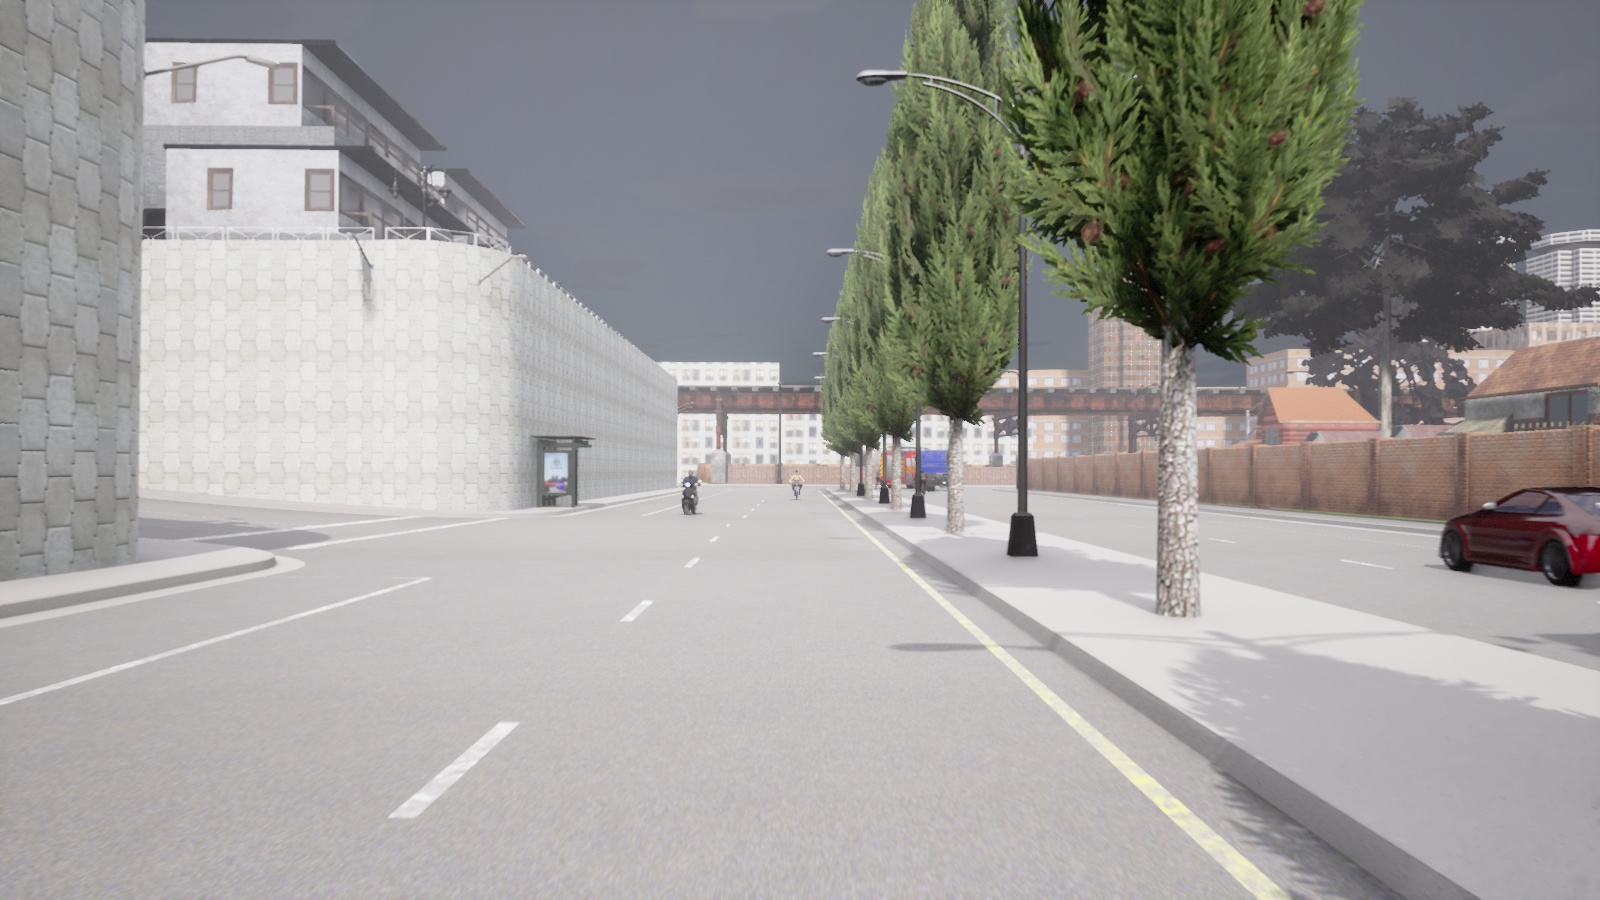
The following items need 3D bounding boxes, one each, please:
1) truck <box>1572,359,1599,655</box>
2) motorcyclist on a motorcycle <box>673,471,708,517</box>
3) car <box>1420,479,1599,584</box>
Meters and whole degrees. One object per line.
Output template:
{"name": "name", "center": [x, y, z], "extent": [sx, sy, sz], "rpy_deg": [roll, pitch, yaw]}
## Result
{"name": "truck", "center": [7.978, 0.433, 8.208], "extent": [2.627, 2.467, 5.204], "rpy_deg": [0, -1, 0]}
{"name": "motorcyclist on a motorcycle", "center": [-3.830, 1.519, 43.970], "extent": [0.866, 1.590, 1.817], "rpy_deg": [-1, -1, 6]}
{"name": "car", "center": [11.454, 1.152, 19.061], "extent": [1.994, 1.385, 4.181], "rpy_deg": [0, -1, 0]}
